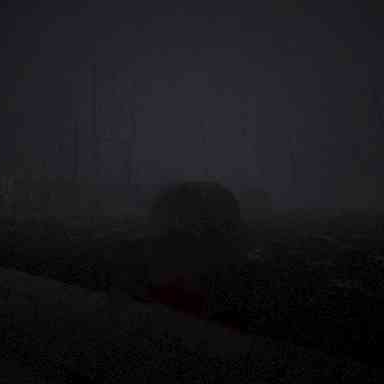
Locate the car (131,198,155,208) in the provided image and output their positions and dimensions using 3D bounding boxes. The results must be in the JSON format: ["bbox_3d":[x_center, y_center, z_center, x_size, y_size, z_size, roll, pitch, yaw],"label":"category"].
[{"bbox_3d":[-7.314,1.590,48.942,1.837,1.490,4.892,0,-1,33],"label":"car"}]
